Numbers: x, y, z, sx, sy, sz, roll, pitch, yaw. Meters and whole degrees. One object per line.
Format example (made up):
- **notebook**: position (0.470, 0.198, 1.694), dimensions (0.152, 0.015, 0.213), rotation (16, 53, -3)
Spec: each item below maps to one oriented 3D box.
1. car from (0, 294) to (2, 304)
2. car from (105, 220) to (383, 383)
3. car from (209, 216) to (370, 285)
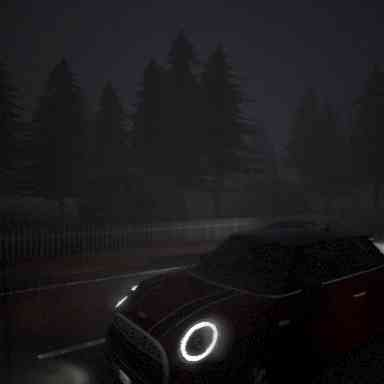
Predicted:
- **car**: position (-5.350, 1.587, 4.468), dimensions (4.718, 1.301, 1.895), rotation (1, 0, -35)
- **car**: position (1.140, 1.379, 4.783), dimensions (4.553, 1.767, 2.097), rotation (0, 0, -35)
- **car**: position (3.285, 1.614, 10.616), dimensions (5.357, 1.411, 2.033), rotation (1, 0, -35)
